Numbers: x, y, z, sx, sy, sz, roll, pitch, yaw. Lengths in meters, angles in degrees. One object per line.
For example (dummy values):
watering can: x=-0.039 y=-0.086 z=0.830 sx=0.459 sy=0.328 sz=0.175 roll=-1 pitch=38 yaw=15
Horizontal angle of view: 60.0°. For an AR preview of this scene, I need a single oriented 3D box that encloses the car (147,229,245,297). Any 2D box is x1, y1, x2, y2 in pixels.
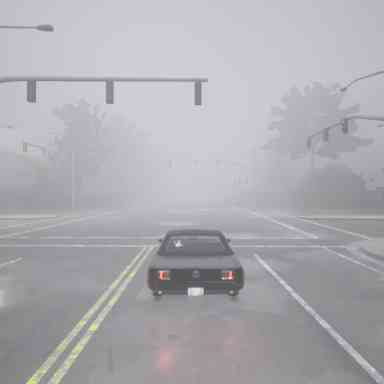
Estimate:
car: x=0.062 y=1.601 z=8.540 sx=1.895 sy=1.301 sz=4.718 roll=0 pitch=0 yaw=0
